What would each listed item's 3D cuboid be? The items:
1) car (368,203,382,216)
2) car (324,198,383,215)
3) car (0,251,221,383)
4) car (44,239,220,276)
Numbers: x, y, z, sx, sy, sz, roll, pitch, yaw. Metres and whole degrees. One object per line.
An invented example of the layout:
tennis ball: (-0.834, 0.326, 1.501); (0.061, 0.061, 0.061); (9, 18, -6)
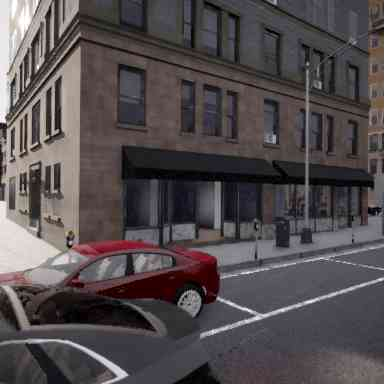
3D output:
car: (14.468, 1.439, 30.161); (1.895, 1.301, 4.718); (1, 0, -35)
car: (16.234, 1.406, 33.312); (2.033, 1.411, 5.357); (1, 0, -35)
car: (-2.054, 1.505, 1.911); (4.892, 1.490, 1.837); (0, 0, -35)
car: (-1.575, 1.545, 5.630); (4.507, 1.381, 1.887); (0, 1, -35)
